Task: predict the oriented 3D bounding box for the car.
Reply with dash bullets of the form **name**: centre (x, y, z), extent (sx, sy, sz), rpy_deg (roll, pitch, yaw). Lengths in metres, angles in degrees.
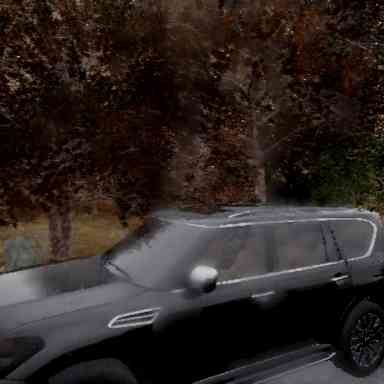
- **car**: centre (0.294, 1.197, 4.217), extent (5.566, 2.045, 2.150), rpy_deg (1, 0, -28)
